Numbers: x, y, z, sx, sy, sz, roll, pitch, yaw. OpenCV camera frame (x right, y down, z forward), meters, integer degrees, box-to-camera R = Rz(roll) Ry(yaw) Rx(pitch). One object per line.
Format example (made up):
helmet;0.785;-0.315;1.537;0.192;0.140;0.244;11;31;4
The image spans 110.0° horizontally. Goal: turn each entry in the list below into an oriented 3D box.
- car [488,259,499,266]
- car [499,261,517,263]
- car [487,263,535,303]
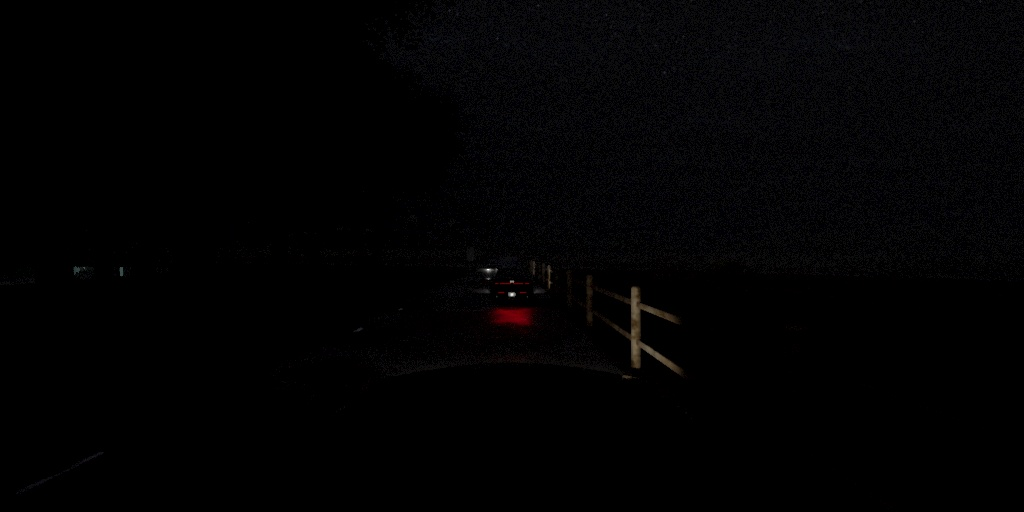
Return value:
car;-2.750;1.230;55.506;1.812;1.442;4.674;0;0;0
car;0.000;1.257;31.504;1.812;1.442;4.674;0;0;0
car;0.000;1.258;16.502;1.837;1.490;4.892;0;0;0
